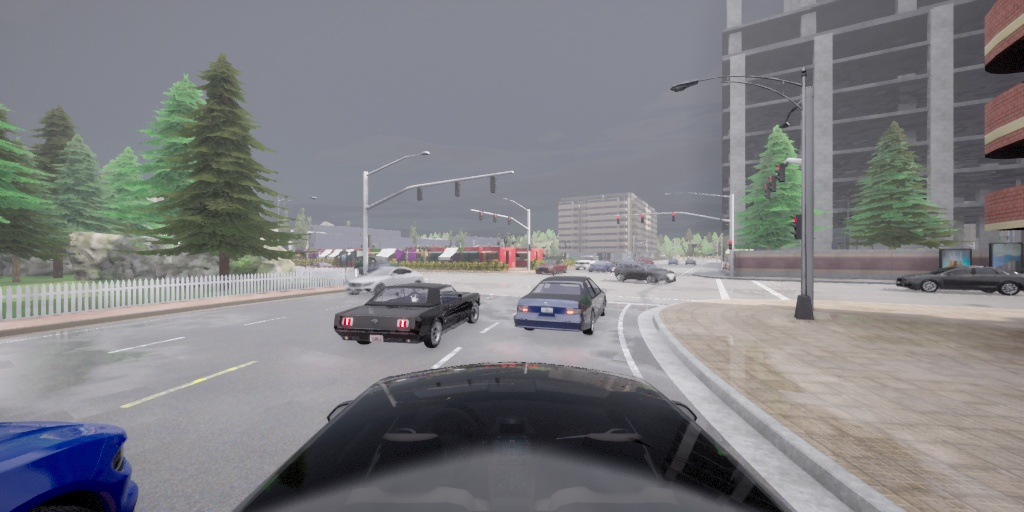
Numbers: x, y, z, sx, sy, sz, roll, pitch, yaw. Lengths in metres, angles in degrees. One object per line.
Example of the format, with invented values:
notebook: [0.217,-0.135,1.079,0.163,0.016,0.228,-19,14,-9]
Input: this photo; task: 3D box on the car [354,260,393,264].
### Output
car: [-12.040,1.353,33.215,5.357,1.411,2.033,0,0,31]

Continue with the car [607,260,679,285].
car: [9.860,1.279,26.921,2.128,1.511,4.902,0,0,-28]

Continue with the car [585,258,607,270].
car: [10.652,1.276,43.056,1.812,1.442,4.674,0,0,30]

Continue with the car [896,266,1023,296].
car: [25.032,1.310,20.052,4.892,1.490,1.837,0,0,30]

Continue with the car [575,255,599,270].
car: [10.568,0.974,49.955,2.150,2.045,5.566,0,0,30]

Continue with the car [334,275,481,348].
car: [-2.261,1.351,9.296,1.895,1.301,4.718,0,0,11]

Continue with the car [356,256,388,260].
car: [-14.682,1.027,38.808,5.566,2.045,2.150,0,0,30]

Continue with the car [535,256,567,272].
car: [4.301,1.129,38.978,2.097,1.767,4.553,0,0,30]

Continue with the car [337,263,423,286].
car: [-6.536,1.275,19.004,1.812,1.442,4.674,0,0,24]

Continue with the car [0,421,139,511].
car: [-3.214,1.228,0.115,1.882,1.535,5.008,0,0,-2]

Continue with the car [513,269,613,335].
car: [1.674,1.297,10.653,2.033,1.411,5.357,0,0,20]

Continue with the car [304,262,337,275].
car: [-20.076,1.331,37.891,4.674,1.442,1.812,0,0,30]

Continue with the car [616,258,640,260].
car: [18.079,1.227,56.058,1.882,1.535,5.008,0,0,30]
